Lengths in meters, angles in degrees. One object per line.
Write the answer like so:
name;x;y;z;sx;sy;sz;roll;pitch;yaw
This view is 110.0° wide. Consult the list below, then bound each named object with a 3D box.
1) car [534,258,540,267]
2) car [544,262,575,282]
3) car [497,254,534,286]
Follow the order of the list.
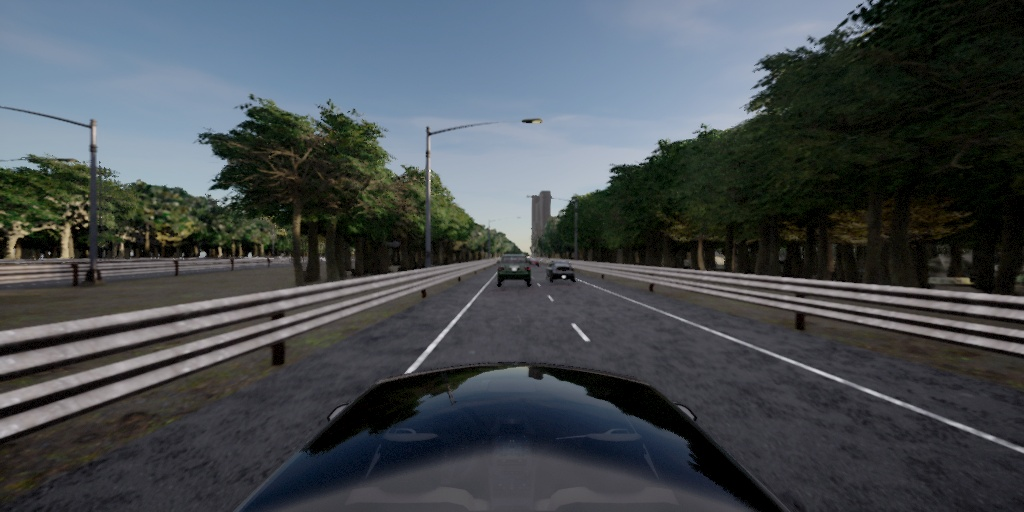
car;3.722;1.124;63.789;1.812;1.442;4.674;0;0;0
car;3.650;1.180;27.635;1.837;1.490;4.892;0;1;0
car;0.146;0.900;24.919;2.150;2.045;5.566;0;0;0
